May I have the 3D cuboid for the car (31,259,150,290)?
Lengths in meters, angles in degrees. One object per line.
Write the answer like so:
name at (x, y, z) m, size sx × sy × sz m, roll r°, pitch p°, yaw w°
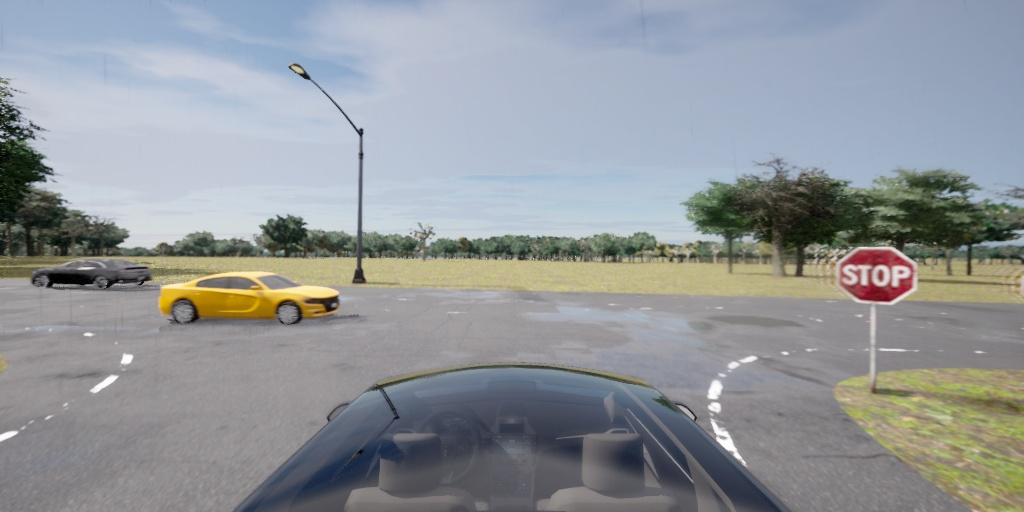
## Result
car at (-21.447, 0.887, 18.380) m, size 4.902 × 1.511 × 2.128 m, roll 1°, pitch 1°, yaw 0°

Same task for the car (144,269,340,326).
car at (-8.130, 1.247, 11.368) m, size 5.008 × 1.535 × 1.882 m, roll 1°, pitch 1°, yaw 0°
